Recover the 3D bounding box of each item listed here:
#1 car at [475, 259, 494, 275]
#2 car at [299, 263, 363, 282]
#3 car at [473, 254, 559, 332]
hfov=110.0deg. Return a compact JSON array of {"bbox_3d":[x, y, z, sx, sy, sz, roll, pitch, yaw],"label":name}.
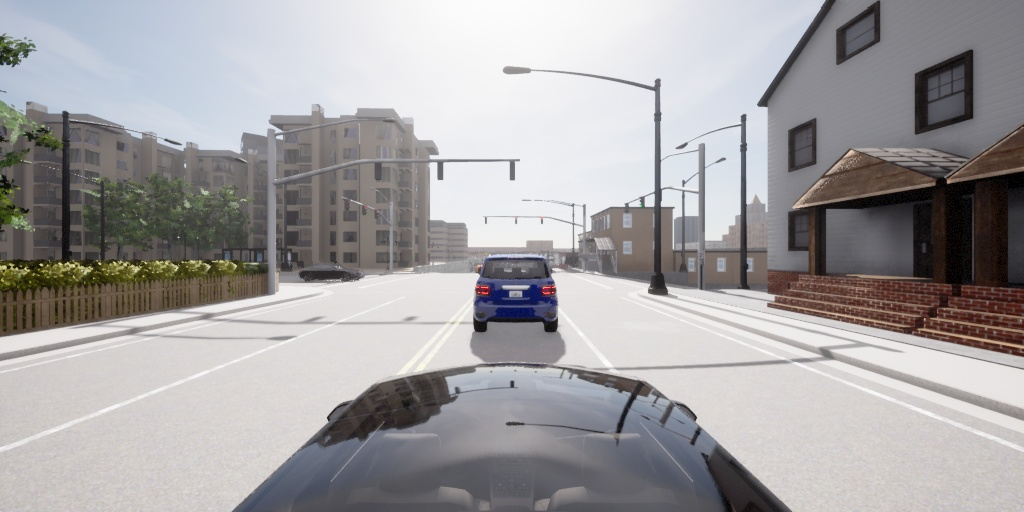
[{"bbox_3d":[-3.552,1.506,46.980,2.097,1.767,4.553,1,-5,0],"label":"car"},{"bbox_3d":[-14.100,1.276,28.047,4.674,1.442,1.812,0,0,1],"label":"car"},{"bbox_3d":[0.102,0.971,10.959,2.150,2.045,5.566,0,0,0],"label":"car"}]
